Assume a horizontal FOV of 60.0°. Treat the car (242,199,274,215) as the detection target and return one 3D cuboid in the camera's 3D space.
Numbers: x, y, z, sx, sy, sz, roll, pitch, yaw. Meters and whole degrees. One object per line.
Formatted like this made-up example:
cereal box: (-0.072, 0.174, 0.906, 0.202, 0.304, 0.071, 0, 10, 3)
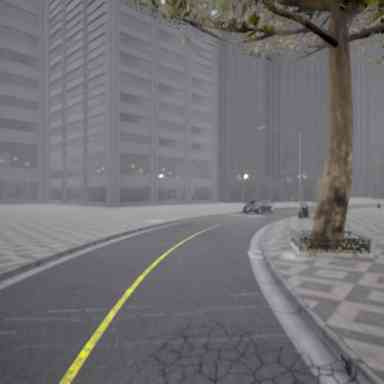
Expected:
car: (7.075, 1.539, 35.308, 1.837, 1.490, 4.892, 0, 0, 37)
